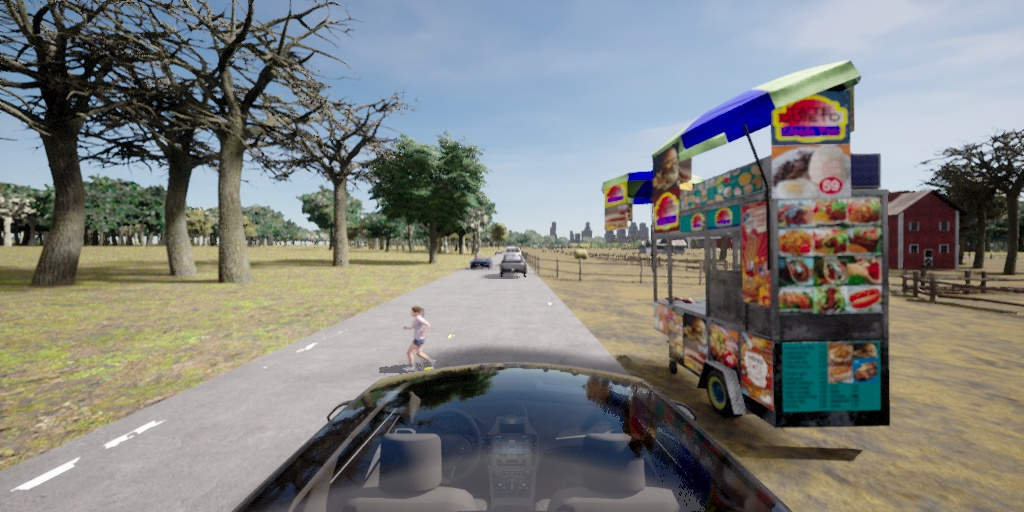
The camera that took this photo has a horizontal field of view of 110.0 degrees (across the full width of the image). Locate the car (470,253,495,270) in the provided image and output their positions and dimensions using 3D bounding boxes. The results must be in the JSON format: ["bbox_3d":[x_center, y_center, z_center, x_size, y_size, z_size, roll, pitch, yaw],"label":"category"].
[{"bbox_3d":[-2.838,0.603,33.752,1.895,1.301,4.718,0,1,0],"label":"car"}]

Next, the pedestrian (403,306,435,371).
[{"bbox_3d":[-1.492,1.316,5.854,0.500,1.100,0.500,1,0,-15],"label":"pedestrian"}]

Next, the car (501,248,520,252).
[{"bbox_3d":[0.094,0.029,43.396,2.150,2.045,5.566,0,0,0],"label":"car"}]

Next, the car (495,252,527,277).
[{"bbox_3d":[0.086,0.659,26.178,2.128,1.511,4.902,0,1,0],"label":"car"}]

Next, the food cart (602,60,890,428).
[{"bbox_3d":[3.125,0.118,5.402,2.280,3.560,4.660,0,0,0],"label":"food cart"}]
